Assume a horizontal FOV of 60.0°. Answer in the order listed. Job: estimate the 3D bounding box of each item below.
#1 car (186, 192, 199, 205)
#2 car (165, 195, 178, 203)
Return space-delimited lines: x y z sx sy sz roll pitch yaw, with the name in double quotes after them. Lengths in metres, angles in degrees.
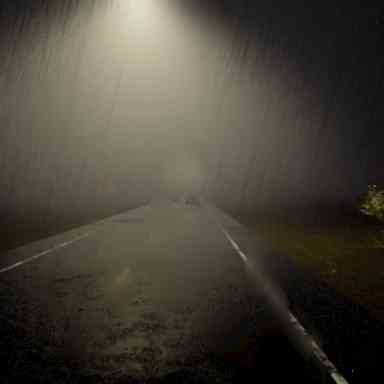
0.064 1.138 50.581 1.882 1.535 5.008 0 0 0 "car"
-3.583 1.165 59.443 1.994 1.385 4.181 0 0 1 "car"
